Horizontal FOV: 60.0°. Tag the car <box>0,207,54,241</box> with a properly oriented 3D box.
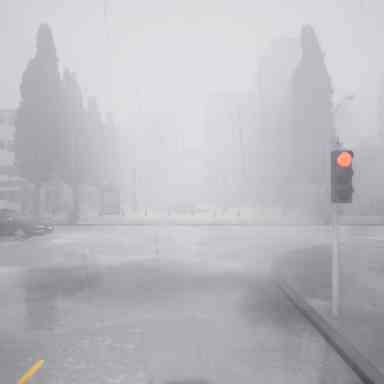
[{"bbox_3d":[-9.259,1.505,16.098,4.892,1.490,1.837,0,0,1],"label":"car"}]
